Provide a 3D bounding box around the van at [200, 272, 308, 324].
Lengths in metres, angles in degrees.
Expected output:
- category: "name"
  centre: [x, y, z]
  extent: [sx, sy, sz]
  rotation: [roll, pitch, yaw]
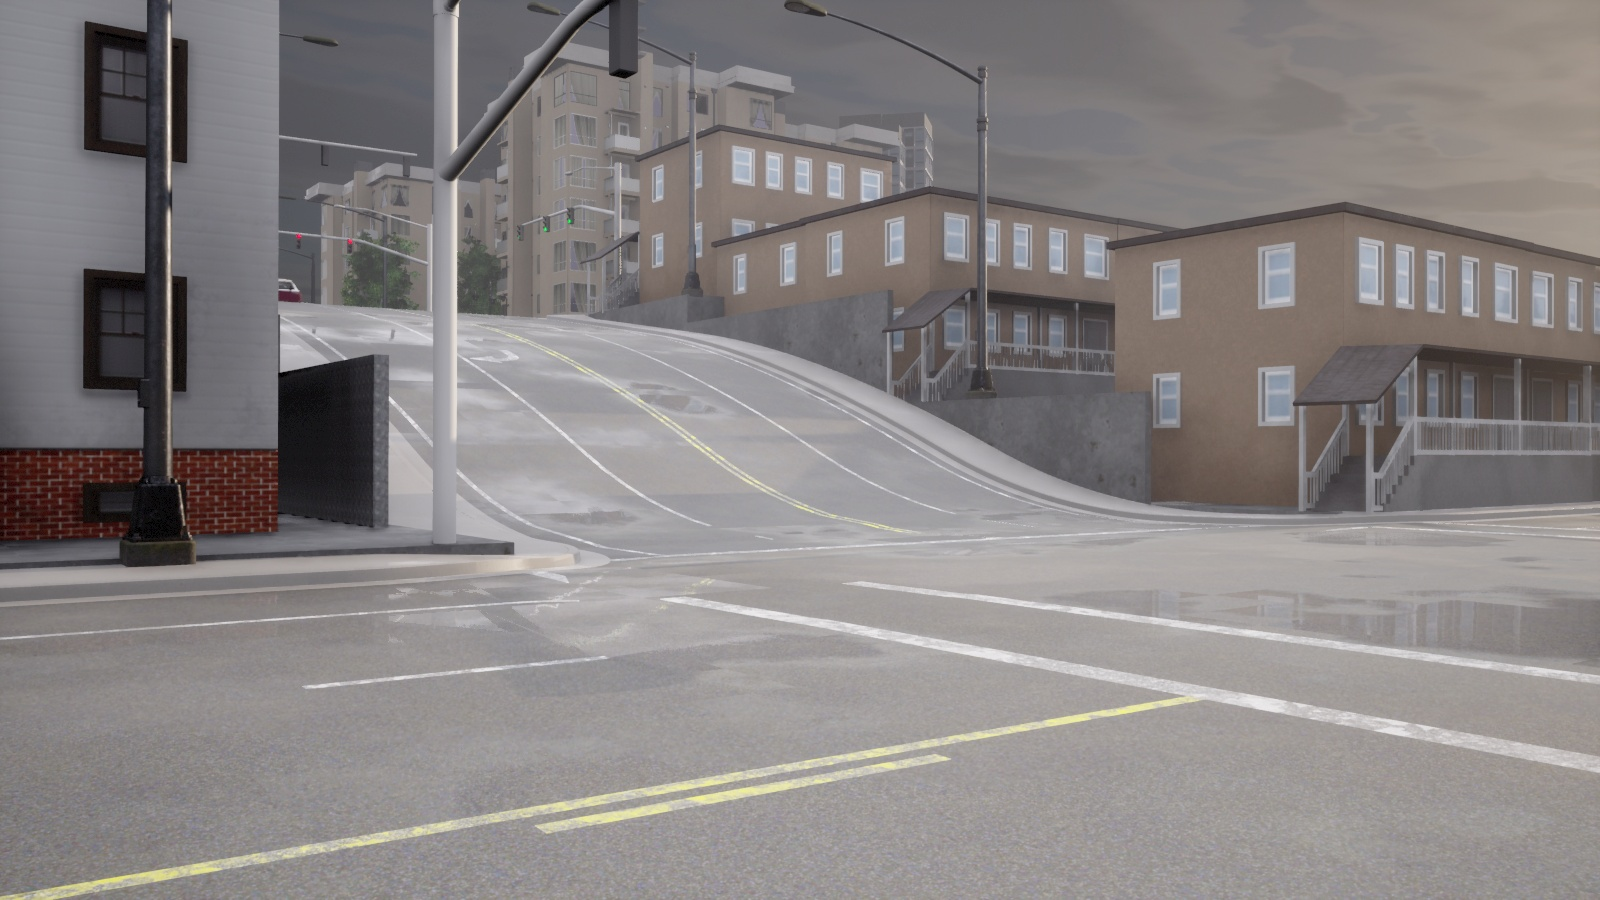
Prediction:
- category: "van"
  centre: [-26.597, -7.354, 61.196]
  extent: [4.480, 2.038, 2.069]
  rotation: [-1, 0, -35]
